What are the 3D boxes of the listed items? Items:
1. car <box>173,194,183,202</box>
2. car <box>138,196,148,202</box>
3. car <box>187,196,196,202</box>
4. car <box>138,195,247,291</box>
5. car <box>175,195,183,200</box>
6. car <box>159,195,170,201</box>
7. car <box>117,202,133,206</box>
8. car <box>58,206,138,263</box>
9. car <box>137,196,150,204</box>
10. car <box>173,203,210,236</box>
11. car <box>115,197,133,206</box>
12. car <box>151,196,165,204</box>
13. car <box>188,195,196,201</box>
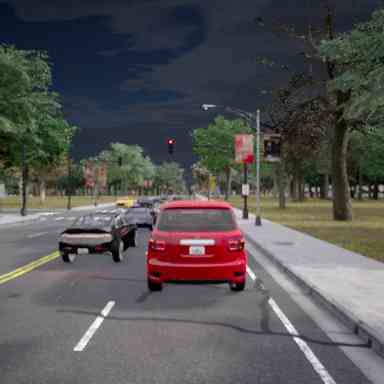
[{"bbox_3d":[-3.287,1.382,76.921,2.097,1.767,4.553,0,0,0],"label":"car"},{"bbox_3d":[-6.619,1.604,47.916,1.895,1.301,4.718,0,0,0],"label":"car"},{"bbox_3d":[-0.037,1.566,76.536,2.033,1.411,5.357,0,0,0],"label":"car"},{"bbox_3d":[0.098,1.219,9.119,2.150,2.045,5.566,0,0,0],"label":"car"},{"bbox_3d":[-3.292,1.513,86.980,1.895,1.301,4.718,0,0,0],"label":"car"},{"bbox_3d":[-6.538,1.487,79.897,2.033,1.411,5.357,0,0,0],"label":"car"},{"bbox_3d":[-3.159,1.561,20.697,1.994,1.385,4.181,0,0,0],"label":"car"},{"bbox_3d":[-3.153,1.489,12.034,2.128,1.511,4.902,0,0,0],"label":"car"},{"bbox_3d":[-9.788,1.523,67.299,1.837,1.490,4.892,0,0,0],"label":"car"},{"bbox_3d":[-0.008,1.475,19.436,1.882,1.535,5.008,0,0,0],"label":"car"},{"bbox_3d":[-9.861,1.481,48.607,1.882,1.535,5.008,0,0,0],"label":"car"},{"bbox_3d":[-6.570,1.562,64.526,2.033,1.411,5.357,0,0,1],"label":"car"},{"bbox_3d":[-0.042,1.443,86.951,2.128,1.511,4.902,0,0,0],"label":"car"}]
